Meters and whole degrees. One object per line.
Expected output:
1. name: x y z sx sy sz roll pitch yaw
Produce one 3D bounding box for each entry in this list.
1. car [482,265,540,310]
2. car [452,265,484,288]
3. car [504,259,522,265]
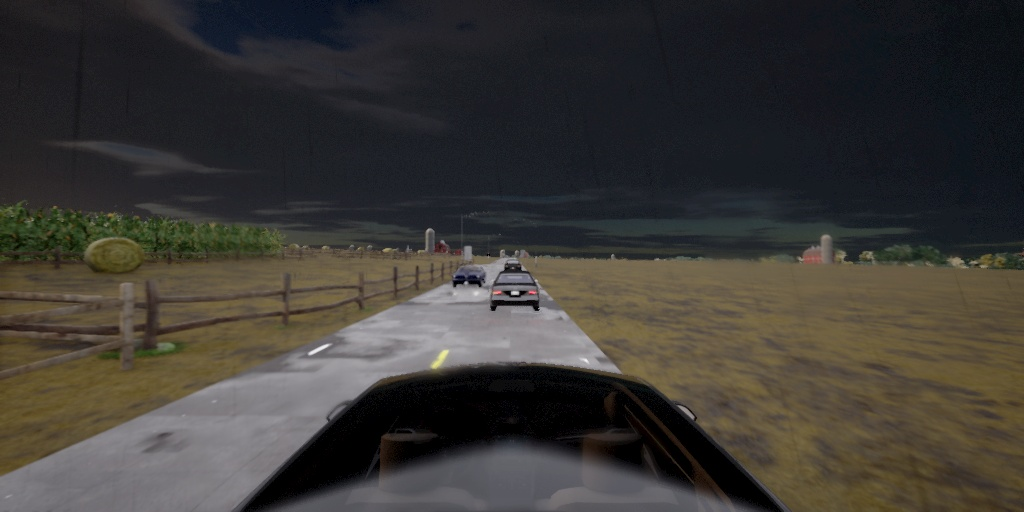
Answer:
1. car: 0.101 1.285 14.550 2.033 1.411 5.357 0 0 0
2. car: -2.748 1.311 23.752 1.895 1.301 4.718 0 0 0
3. car: 0.104 1.101 39.245 1.882 1.535 5.008 0 0 0
